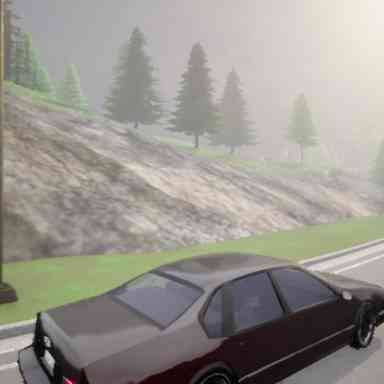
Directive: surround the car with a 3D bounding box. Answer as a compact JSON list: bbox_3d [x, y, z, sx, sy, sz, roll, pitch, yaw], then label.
[{"bbox_3d":[0.692,1.583,4.548,5.357,1.411,2.033,1,0,-38],"label":"car"}]
